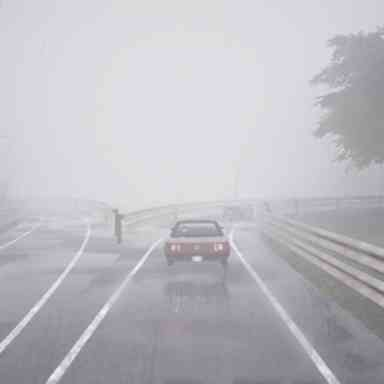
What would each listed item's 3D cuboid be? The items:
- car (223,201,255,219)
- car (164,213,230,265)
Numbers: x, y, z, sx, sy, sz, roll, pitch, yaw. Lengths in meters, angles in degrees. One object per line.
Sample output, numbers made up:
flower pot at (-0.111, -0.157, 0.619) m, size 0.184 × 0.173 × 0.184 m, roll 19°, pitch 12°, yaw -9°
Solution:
car at (4.042, 1.465, 28.772) m, size 1.812 × 1.442 × 4.674 m, roll -1°, pitch 0°, yaw 24°
car at (0.189, 1.594, 11.580) m, size 1.895 × 1.301 × 4.718 m, roll -1°, pitch 0°, yaw 1°
